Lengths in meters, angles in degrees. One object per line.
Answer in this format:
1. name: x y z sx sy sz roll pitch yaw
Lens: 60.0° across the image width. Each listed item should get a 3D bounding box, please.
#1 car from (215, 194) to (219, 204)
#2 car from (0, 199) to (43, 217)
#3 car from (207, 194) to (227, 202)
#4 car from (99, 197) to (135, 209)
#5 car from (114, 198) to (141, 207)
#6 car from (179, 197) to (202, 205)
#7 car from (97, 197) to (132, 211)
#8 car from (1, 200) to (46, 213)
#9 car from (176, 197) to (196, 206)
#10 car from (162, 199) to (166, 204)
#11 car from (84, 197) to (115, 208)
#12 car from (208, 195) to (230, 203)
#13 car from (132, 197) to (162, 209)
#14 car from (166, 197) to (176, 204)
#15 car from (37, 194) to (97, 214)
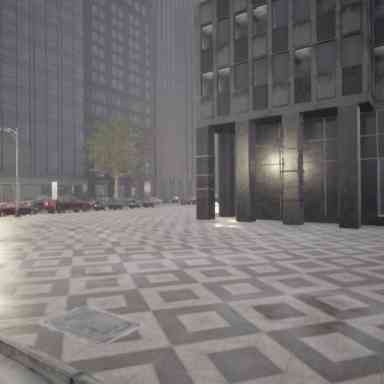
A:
1. car: 3.180 1.222 57.725 2.192 1.841 5.009 -1 0 35
2. car: -16.078 1.577 29.909 1.802 1.307 4.206 -1 0 35
3. car: 5.808 1.296 76.493 2.192 1.841 5.009 -1 0 35
4. car: -10.694 1.501 47.797 2.128 1.511 4.902 -1 0 35
5. car: -10.243 1.613 53.310 1.802 1.307 4.206 -1 0 35
6. car: -0.218 1.506 57.319 1.994 1.385 4.181 -1 0 34
7. car: -9.658 1.525 39.181 1.947 1.339 4.313 -1 0 35
8. car: -19.874 1.643 39.401 1.947 1.339 4.313 -1 0 35
9. car: -0.029 1.462 53.088 1.887 1.381 4.507 -1 0 35
10. car: -7.130 1.544 57.806 1.752 1.417 4.829 -1 0 35
11. car: -13.455 1.484 48.673 1.967 1.590 4.097 -1 0 35
12. car: 5.461 1.416 65.535 2.128 1.511 4.902 -1 0 35
13. car: -6.448 1.509 43.816 1.947 1.339 4.313 -1 0 35
14. car: -3.822 1.574 62.583 1.947 1.339 4.313 -1 0 35
15. car: -12.870 1.290 34.546 2.192 1.841 5.009 -1 0 35
